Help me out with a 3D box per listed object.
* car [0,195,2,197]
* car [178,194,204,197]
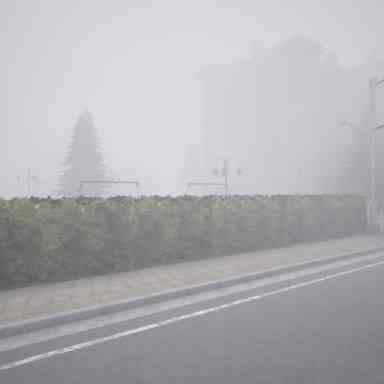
[{"bbox_3d":[-40.256,1.374,67.276,3.633,1.501,1.845,0,0,-37],"label":"car"},{"bbox_3d":[0.316,1.206,36.572,2.150,2.045,5.566,0,0,-37],"label":"car"}]
